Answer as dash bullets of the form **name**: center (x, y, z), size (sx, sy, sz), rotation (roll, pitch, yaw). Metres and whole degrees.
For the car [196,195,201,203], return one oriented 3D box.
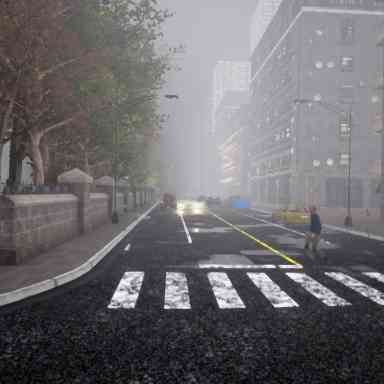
- **car**: center (1.862, 1.217, 59.248), size (1.812, 1.442, 4.674), rotation (1, 0, -3)

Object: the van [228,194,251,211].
- **van**: center (5.687, 1.192, 38.788), size (1.690, 1.788, 3.998), rotation (1, 0, -3)

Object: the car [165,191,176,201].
- **car**: center (-4.655, 0.833, 71.458), size (2.192, 1.841, 5.009), rotation (1, 0, -3)

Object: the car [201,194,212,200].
- **car**: center (3.373, 1.193, 77.490), size (2.008, 1.369, 4.403), rotation (1, 0, -3)

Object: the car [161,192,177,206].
- **car**: center (-3.336, 0.953, 49.343), size (2.192, 1.841, 5.009), rotation (1, 0, -3)

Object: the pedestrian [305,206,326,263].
- **pedestrian**: center (3.780, 1.242, 10.266), size (0.375, 1.860, 0.375), rotation (1, 0, -3)

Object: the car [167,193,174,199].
- **car**: center (-5.651, 0.999, 88.045), size (1.947, 1.339, 4.313), rotation (1, 0, -3)

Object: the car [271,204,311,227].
- **car**: center (6.662, 1.470, 22.371), size (1.752, 1.417, 4.829), rotation (1, 0, -3)

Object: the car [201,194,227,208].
- **car**: center (2.809, 1.268, 43.461), size (2.128, 1.511, 4.902), rotation (1, 0, -3)

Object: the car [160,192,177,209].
- **car**: center (-2.679, 1.139, 38.286), size (1.967, 1.590, 4.097), rotation (1, 0, -3)
